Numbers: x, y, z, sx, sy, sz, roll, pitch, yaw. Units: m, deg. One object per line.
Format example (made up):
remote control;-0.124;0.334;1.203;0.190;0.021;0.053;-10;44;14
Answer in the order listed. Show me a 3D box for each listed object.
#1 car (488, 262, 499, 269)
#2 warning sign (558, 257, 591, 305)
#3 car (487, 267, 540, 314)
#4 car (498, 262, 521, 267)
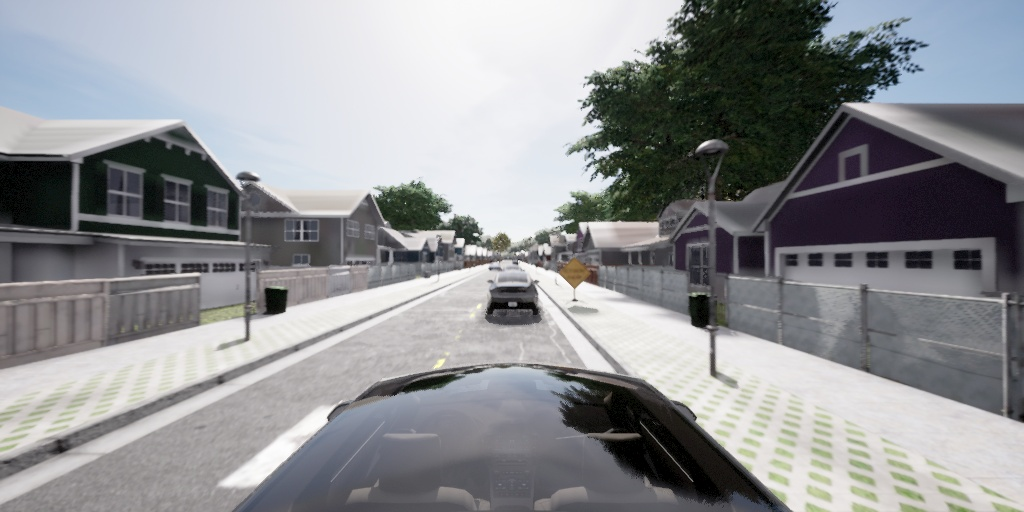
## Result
car;-2.795;1.743;58.646;2.033;1.411;5.357;0;0;1
warning sign;2.520;0.964;14.402;1.300;1.860;1.060;0;0;0
car;0.050;1.353;14.254;1.837;1.490;4.892;0;0;1
car;0.053;1.470;29.276;1.837;1.490;4.892;0;0;0
